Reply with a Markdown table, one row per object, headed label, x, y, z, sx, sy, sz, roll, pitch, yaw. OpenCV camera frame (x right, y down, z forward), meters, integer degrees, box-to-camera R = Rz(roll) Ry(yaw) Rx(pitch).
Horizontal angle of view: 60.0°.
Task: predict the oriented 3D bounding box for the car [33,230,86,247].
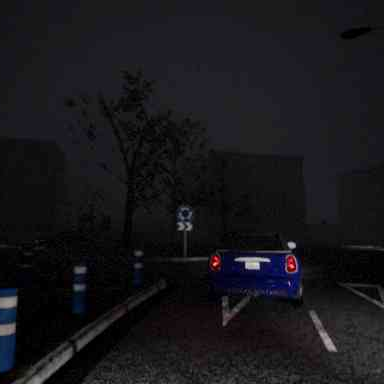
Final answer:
| label | x | y | z | sx | sy | sz | roll | pitch | yaw |
| --- | --- | --- | --- | --- | --- | --- | --- | --- | --- |
| car | -12.108 | 4.257 | 30.703 | 1.837 | 1.490 | 4.892 | -7 | -9 | 32 |

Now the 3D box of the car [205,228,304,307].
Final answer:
| label | x | y | z | sx | sy | sz | roll | pitch | yaw |
| --- | --- | --- | --- | --- | --- | --- | --- | --- | --- |
| car | 1.727 | 1.759 | 9.006 | 2.097 | 1.767 | 4.553 | -1 | -6 | 13 |
